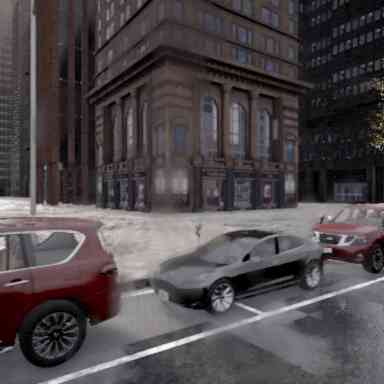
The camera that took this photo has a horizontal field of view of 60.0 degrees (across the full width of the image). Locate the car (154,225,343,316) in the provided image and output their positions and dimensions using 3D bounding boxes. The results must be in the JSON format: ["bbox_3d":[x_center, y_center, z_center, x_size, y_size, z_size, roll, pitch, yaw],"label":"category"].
[{"bbox_3d":[1.244,1.568,7.537,4.313,1.339,1.947,0,0,-36],"label":"car"}]

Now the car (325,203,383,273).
[{"bbox_3d":[5.866,1.320,10.835,5.009,1.841,2.192,0,0,-36],"label":"car"}]

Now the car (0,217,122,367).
[{"bbox_3d":[-3.378,1.315,4.241,5.009,1.841,2.192,0,0,-36],"label":"car"}]
